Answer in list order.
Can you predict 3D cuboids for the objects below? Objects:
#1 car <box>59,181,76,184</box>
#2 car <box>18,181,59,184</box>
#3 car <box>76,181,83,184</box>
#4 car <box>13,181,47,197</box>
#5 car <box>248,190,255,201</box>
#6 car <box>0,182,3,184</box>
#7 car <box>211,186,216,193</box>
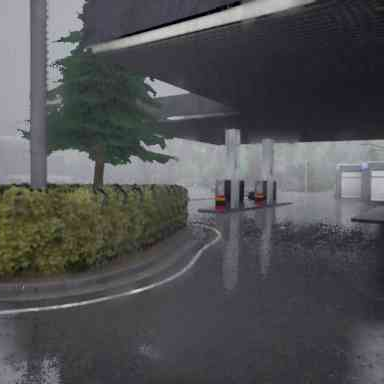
[{"bbox_3d":[-25.404,-1.286,65.624,3.866,1.878,1.905,2,2,36],"label":"car"},{"bbox_3d":[-16.342,-0.167,35.232,3.866,1.878,1.905,2,2,36],"label":"car"},{"bbox_3d":[-24.024,-1.334,68.213,4.605,1.855,1.932,2,2,36],"label":"car"},{"bbox_3d":[-20.759,-0.442,42.520,4.605,1.855,1.932,2,2,36],"label":"car"},{"bbox_3d":[8.672,0.375,40.712,2.128,1.511,4.902,2,2,36],"label":"car"},{"bbox_3d":[-32.948,-0.960,55.295,5.027,1.636,2.152,2,2,36],"label":"car"},{"bbox_3d":[6.264,-0.630,65.257,5.027,1.636,2.152,2,2,36],"label":"car"}]
